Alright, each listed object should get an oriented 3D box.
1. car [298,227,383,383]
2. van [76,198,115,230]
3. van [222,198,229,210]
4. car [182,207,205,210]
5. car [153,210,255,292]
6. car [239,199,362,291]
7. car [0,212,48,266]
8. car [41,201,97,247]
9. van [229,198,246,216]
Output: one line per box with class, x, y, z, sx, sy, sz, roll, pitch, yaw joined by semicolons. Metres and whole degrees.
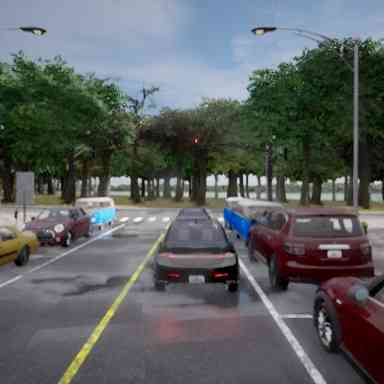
car;2.764;1.423;3.402;1.967;1.590;4.097;0;0;0
van;-5.747;1.250;19.722;1.690;1.788;3.998;0;0;0
van;2.778;1.249;19.715;1.690;1.788;3.998;0;0;0
car;0.072;1.481;17.793;1.994;1.385;4.181;0;0;1
car;0.097;1.449;8.802;2.128;1.511;4.902;0;0;0
car;2.768;1.273;8.840;2.192;1.841;5.009;0;0;0
car;-5.757;1.484;8.678;1.752;1.417;4.829;0;0;0
car;-5.752;1.373;14.285;1.967;1.590;4.097;0;0;0
van;2.773;1.274;14.277;1.690;1.788;3.998;0;0;0
